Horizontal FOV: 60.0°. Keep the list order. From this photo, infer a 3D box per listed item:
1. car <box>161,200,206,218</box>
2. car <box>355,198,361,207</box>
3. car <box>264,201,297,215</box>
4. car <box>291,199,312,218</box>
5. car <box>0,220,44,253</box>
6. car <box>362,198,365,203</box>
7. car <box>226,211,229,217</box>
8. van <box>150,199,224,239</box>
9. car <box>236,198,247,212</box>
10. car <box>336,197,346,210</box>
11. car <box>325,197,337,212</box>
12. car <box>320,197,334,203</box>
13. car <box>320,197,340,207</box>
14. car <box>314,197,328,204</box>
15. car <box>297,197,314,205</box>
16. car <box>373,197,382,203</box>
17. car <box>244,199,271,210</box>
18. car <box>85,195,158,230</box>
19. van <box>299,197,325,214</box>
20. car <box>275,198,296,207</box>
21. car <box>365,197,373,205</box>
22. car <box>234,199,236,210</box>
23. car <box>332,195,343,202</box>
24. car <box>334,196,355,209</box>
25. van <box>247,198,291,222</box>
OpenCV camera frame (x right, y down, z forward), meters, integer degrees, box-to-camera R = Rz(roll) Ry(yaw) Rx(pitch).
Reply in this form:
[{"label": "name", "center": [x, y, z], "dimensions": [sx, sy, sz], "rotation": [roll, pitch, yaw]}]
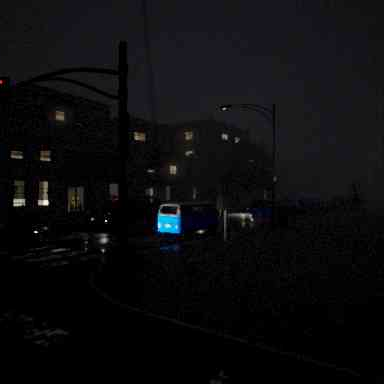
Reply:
[{"label": "car", "center": [-0.691, 1.559, 31.388], "dimensions": [1.752, 1.417, 4.829], "rotation": [0, 0, 35]}, {"label": "car", "center": [25.313, 1.517, 53.790], "dimensions": [2.192, 1.841, 5.009], "rotation": [0, 0, 35]}, {"label": "car", "center": [9.684, 1.705, 36.072], "dimensions": [1.895, 1.301, 4.718], "rotation": [1, 0, 35]}, {"label": "car", "center": [9.427, 1.656, 31.206], "dimensions": [1.887, 1.381, 4.507], "rotation": [0, 0, 35]}, {"label": "car", "center": [-8.066, 1.511, 12.138], "dimensions": [4.902, 1.511, 2.128], "rotation": [0, 1, -35]}, {"label": "car", "center": [28.587, 1.748, 58.445], "dimensions": [1.752, 1.417, 4.829], "rotation": [0, 0, 35]}, {"label": "car", "center": [1.551, 1.530, 30.064], "dimensions": [1.882, 1.535, 5.008], "rotation": [1, 0, 35]}, {"label": "van", "center": [-0.102, 1.407, 17.658], "dimensions": [1.690, 1.788, 3.998], "rotation": [0, 0, 35]}, {"label": "car", "center": [7.509, 1.575, 38.520], "dimensions": [2.128, 1.511, 4.902], "rotation": [1, 0, 35]}, {"label": "car", "center": [18.958, 1.729, 44.756], "dimensions": [1.947, 1.339, 4.313], "rotation": [0, 0, 35]}, {"label": "car", "center": [15.879, 1.671, 40.379], "dimensions": [1.752, 1.417, 4.829], "rotation": [0, 0, 35]}, {"label": "car", "center": [31.174, 1.793, 76.690], "dimensions": [1.947, 1.339, 4.313], "rotation": [0, 0, 35]}, {"label": "car", "center": [22.770, 1.658, 54.674], "dimensions": [1.882, 1.535, 5.008], "rotation": [1, 0, 35]}, {"label": "car", "center": [27.900, 1.729, 72.035], "dimensions": [1.752, 1.417, 4.829], "rotation": [0, 0, 35]}, {"label": "car", "center": [21.645, 1.706, 63.141], "dimensions": [1.887, 1.381, 4.507], "rotation": [0, 0, 35]}, {"label": "car", "center": [44.373, 1.900, 80.887], "dimensions": [1.947, 1.339, 4.313], "rotation": [0, 0, 35]}, {"label": "car", "center": [8.937, 1.629, 45.077], "dimensions": [1.887, 1.381, 4.507], "rotation": [0, 0, 35]}, {"label": "car", "center": [-4.262, 1.248, 21.802], "dimensions": [2.150, 2.045, 5.566], "rotation": [1, 0, 35]}, {"label": "van", "center": [12.605, 1.469, 35.723], "dimensions": [1.690, 1.788, 3.998], "rotation": [0, 0, 35]}, {"label": "car", "center": [15.291, 1.666, 54.108], "dimensions": [1.887, 1.381, 4.507], "rotation": [0, 0, 35]}, {"label": "car", "center": [34.842, 1.810, 67.338], "dimensions": [1.887, 1.381, 4.507], "rotation": [0, 0, 35]}, {"label": "car", "center": [5.762, 1.507, 40.560], "dimensions": [1.967, 1.590, 4.097], "rotation": [0, 0, 35]}, {"label": "car", "center": [37.529, 1.713, 85.723], "dimensions": [1.967, 1.590, 4.097], "rotation": [0, 0, 35]}, {"label": "car", "center": [22.136, 1.497, 49.273], "dimensions": [2.192, 1.841, 5.009], "rotation": [0, 0, 35]}, {"label": "van", "center": [6.252, 1.436, 26.691], "dimensions": [1.690, 1.788, 3.998], "rotation": [0, 0, 35]}]
